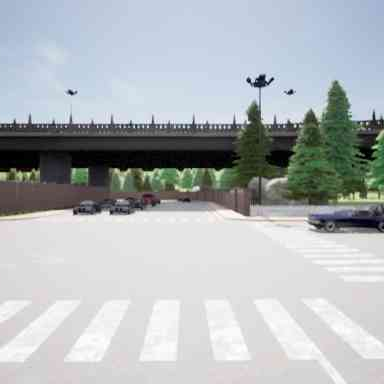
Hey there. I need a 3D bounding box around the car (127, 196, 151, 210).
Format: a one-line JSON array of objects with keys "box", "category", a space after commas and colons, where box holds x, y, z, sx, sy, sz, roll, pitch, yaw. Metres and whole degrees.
[{"box": [-6.978, 1.576, 43.177, 2.033, 1.411, 5.357, 0, 0, 0], "category": "car"}]

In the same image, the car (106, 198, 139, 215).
[{"box": [-7.040, 1.586, 33.949, 1.994, 1.385, 4.181, 0, 0, 0], "category": "car"}]

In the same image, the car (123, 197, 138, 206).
[{"box": [-10.532, 1.563, 57.196, 1.812, 1.442, 4.674, 0, 0, 1], "category": "car"}]

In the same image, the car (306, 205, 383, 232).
[{"box": [9.050, 1.558, 18.898, 4.718, 1.301, 1.895, 0, 0, 1], "category": "car"}]

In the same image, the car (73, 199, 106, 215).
[{"box": [-10.576, 1.586, 33.890, 1.994, 1.385, 4.181, 0, 0, 0], "category": "car"}]

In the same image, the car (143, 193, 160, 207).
[{"box": [-6.973, 1.257, 53.273, 2.150, 2.045, 5.566, 0, 0, 0], "category": "car"}]

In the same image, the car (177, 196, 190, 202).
[{"box": [-1.923, 1.602, 75.253, 1.994, 1.385, 4.181, 0, 0, -19], "category": "car"}]
